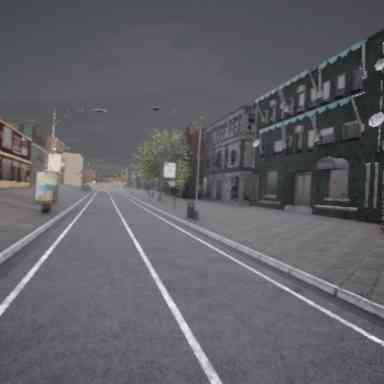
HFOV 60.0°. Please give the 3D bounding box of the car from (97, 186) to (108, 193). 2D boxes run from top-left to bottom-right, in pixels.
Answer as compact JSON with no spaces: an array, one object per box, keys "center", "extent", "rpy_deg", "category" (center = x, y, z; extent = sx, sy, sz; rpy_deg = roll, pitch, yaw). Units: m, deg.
[{"center":[-16.926,-0.343,63.143],"extent":[2.097,1.767,4.553],"rpy_deg":[3,1,-15],"category":"car"}]
